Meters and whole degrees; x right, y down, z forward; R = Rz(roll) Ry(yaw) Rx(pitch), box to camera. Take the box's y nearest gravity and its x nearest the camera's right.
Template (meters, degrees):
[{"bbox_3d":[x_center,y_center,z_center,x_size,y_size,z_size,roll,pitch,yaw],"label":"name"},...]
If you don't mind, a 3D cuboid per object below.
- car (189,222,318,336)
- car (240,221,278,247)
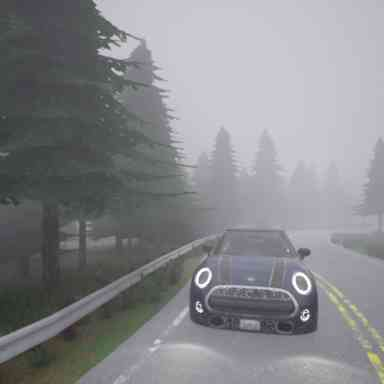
[{"bbox_3d":[1.376,1.517,7.237,2.097,1.767,4.553,0,-3,13],"label":"car"},{"bbox_3d":[4.474,2.671,21.736,1.994,1.385,4.181,0,-4,17],"label":"car"}]
